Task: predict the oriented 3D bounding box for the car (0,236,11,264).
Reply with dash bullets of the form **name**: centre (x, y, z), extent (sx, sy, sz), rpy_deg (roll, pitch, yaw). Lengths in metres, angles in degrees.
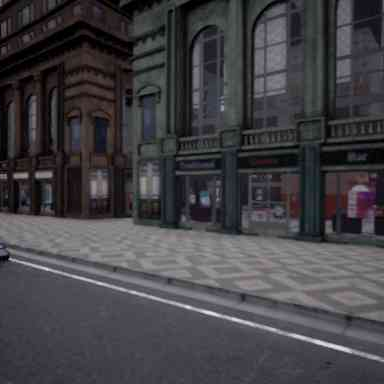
- **car**: centre (-7.473, 1.510, 9.993), extent (5.357, 1.411, 2.033), rpy_deg (0, 0, 37)
